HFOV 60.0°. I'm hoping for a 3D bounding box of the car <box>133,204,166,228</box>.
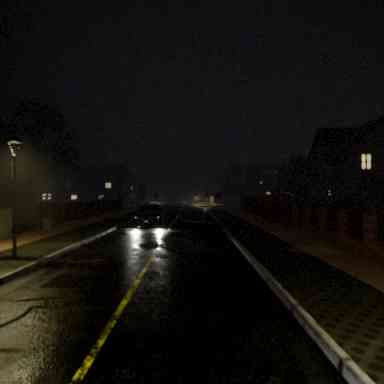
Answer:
[{"bbox_3d":[-2.836,1.559,22.847,1.812,1.442,4.674,0,0,0],"label":"car"}]
